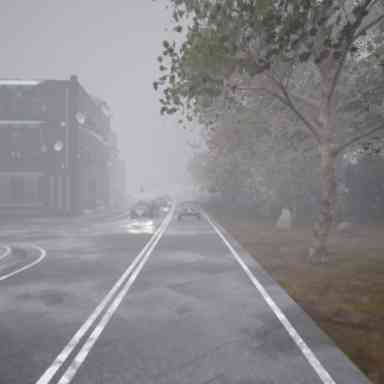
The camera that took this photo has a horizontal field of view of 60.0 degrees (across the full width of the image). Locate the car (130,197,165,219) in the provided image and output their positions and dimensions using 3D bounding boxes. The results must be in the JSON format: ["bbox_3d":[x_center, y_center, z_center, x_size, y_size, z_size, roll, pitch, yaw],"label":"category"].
[{"bbox_3d":[-3.928,1.434,28.375,2.128,1.511,4.902,0,0,3],"label":"car"}]

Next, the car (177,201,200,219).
[{"bbox_3d":[-0.271,1.491,28.459,2.033,1.411,5.357,0,0,-1],"label":"car"}]

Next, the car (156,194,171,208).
[{"bbox_3d":[-4.224,1.305,45.304,1.837,1.490,4.892,0,1,-2],"label":"car"}]
